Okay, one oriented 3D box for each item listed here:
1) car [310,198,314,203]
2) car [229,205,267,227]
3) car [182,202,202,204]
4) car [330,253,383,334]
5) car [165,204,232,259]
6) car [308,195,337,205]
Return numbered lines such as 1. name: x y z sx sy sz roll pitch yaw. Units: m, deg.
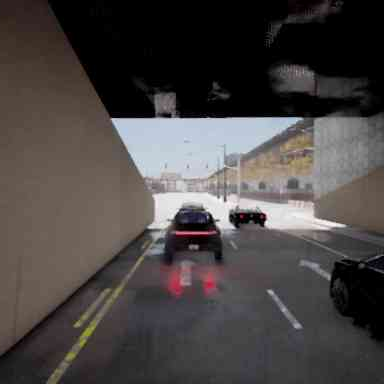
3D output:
1. car: 17.387 1.233 44.296 2.038 1.542 4.974 0 0 45
2. car: 3.526 1.493 21.968 1.895 1.301 4.718 0 0 0
3. car: 0.026 1.401 21.724 1.837 1.490 4.892 0 0 0
4. car: 3.541 1.468 4.458 2.128 1.511 4.902 0 0 0
5. car: 0.051 1.431 12.352 2.128 1.511 4.902 0 0 0
6. car: 17.423 1.075 44.332 1.853 1.218 4.536 0 0 45
